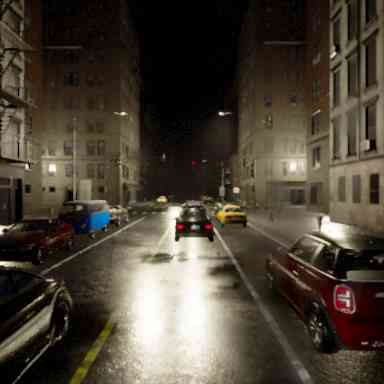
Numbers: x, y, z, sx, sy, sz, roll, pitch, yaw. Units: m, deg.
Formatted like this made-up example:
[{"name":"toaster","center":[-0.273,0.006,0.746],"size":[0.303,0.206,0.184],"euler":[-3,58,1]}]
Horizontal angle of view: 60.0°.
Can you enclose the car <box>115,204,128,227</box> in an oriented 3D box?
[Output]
[{"name":"car","center":[-5.402,1.529,22.361],"size":[2.008,1.369,4.403],"euler":[0,0,0]}]

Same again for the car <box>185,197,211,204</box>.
[{"name":"car","center":[0.097,1.465,27.660],"size":[2.128,1.511,4.902],"euler":[0,0,-2]}]

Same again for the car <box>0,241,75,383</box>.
[{"name":"car","center":[-2.852,1.560,3.501],"size":[1.994,1.385,4.181],"euler":[0,0,0]}]

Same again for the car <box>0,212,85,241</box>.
[{"name":"car","center":[-5.399,1.570,11.549],"size":[1.802,1.307,4.206],"euler":[0,0,0]}]

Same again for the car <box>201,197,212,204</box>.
[{"name":"car","center":[2.606,1.524,60.330],"size":[1.802,1.307,4.206],"euler":[0,0,0]}]

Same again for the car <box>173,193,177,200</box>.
[{"name":"car","center":[-5.431,1.466,83.050],"size":[2.008,1.369,4.403],"euler":[0,0,0]}]

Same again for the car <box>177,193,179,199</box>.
[{"name":"car","center":[-5.437,1.341,94.412],"size":[1.967,1.590,4.097],"euler":[0,0,0]}]

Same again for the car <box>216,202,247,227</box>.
[{"name":"car","center":[2.633,1.504,22.536],"size":[1.752,1.417,4.829],"euler":[0,0,0]}]

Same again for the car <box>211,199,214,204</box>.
[{"name":"car","center":[2.625,1.524,27.773],"size":[2.008,1.369,4.403],"euler":[0,0,0]}]

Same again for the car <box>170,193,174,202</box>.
[{"name":"car","center":[-5.425,1.494,71.687],"size":[1.947,1.339,4.313],"euler":[0,0,0]}]

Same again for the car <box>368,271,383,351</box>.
[{"name":"car","center":[2.664,1.525,0.912],"size":[1.752,1.417,4.829],"euler":[0,0,0]}]

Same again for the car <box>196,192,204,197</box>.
[{"name":"car","center":[2.597,1.362,77.375],"size":[1.967,1.590,4.097],"euler":[0,0,0]}]

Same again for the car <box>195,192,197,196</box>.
[{"name":"car","center":[2.591,1.223,88.739],"size":[2.192,1.841,5.009],"euler":[0,0,0]}]

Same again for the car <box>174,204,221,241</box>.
[{"name":"car","center":[0.090,1.531,16.496],"size":[2.033,1.411,5.357],"euler":[0,0,0]}]

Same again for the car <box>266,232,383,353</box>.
[{"name":"car","center":[2.656,1.434,6.147],"size":[1.967,1.590,4.097],"euler":[0,0,0]}]

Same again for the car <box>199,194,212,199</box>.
[{"name":"car","center":[2.609,1.498,54.649],"size":[2.008,1.369,4.403],"euler":[0,0,0]}]

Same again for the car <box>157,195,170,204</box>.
[{"name":"car","center":[-5.419,1.467,60.155],"size":[1.752,1.417,4.829],"euler":[0,0,0]}]

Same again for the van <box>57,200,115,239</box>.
[{"name":"van","center":[-5.400,1.324,16.955],"size":[1.690,1.788,3.998],"euler":[0,0,0]}]
